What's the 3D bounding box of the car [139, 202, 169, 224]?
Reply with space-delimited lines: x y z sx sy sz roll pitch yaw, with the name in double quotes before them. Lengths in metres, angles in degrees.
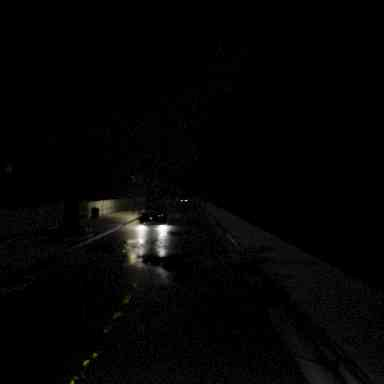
"car" -2.840 1.575 25.373 1.837 1.490 4.892 0 0 0
